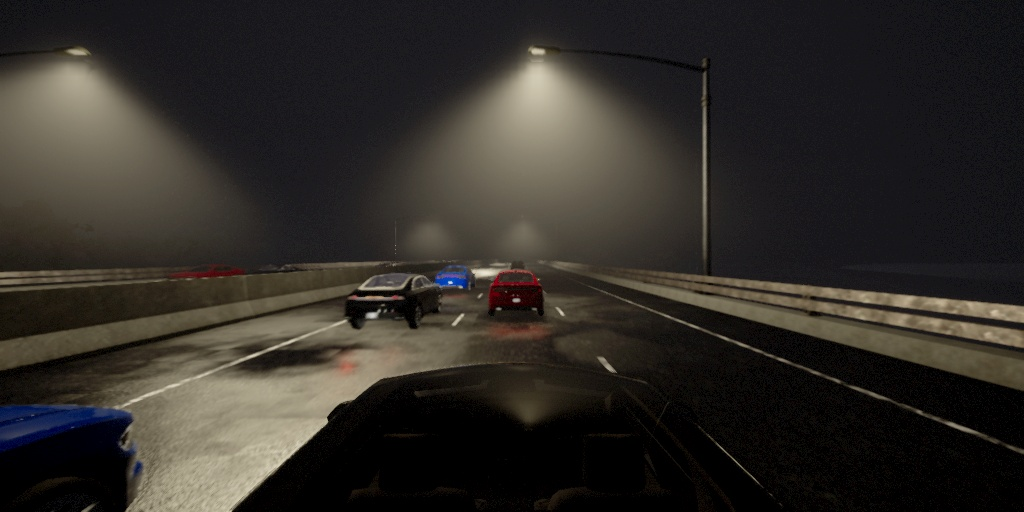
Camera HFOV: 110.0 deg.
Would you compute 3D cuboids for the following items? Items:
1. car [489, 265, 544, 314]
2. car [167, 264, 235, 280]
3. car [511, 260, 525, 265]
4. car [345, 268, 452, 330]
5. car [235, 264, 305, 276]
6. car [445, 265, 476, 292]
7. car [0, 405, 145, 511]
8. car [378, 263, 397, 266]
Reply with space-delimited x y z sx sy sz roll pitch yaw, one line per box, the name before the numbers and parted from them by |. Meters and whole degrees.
car | 0.142 1.287 14.058 1.882 1.535 5.008 0 0 0
car | -20.932 1.325 24.803 1.882 1.535 5.008 0 0 1
car | 0.945 1.398 57.434 2.097 1.767 4.553 0 0 2
car | -3.475 1.286 11.365 2.128 1.511 4.902 0 0 0
car | -17.405 1.350 26.568 2.128 1.511 4.902 0 0 1
car | -3.379 1.326 22.333 1.882 1.535 5.008 0 0 1
car | -3.503 1.220 0.397 1.882 1.535 5.008 0 0 0
car | -13.654 1.473 38.906 2.033 1.411 5.357 0 0 2
